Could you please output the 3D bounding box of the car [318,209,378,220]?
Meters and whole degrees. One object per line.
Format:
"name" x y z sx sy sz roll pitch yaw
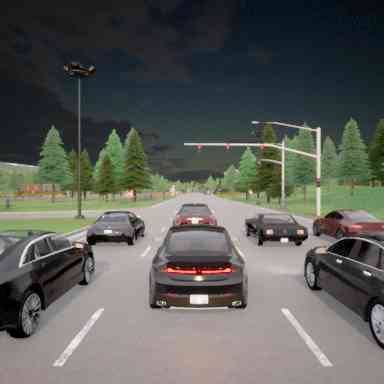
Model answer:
"car" 7.132 1.525 15.327 1.812 1.442 4.674 0 0 0

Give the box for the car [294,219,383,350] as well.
"car" 3.614 1.505 6.150 1.837 1.490 4.892 0 0 0

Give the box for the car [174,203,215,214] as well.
"car" 0.135 1.352 16.988 2.097 1.767 4.553 0 0 0

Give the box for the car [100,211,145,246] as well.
"car" -3.367 1.564 15.363 1.994 1.385 4.181 0 0 0

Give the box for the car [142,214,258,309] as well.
"car" 0.118 1.505 7.851 1.837 1.490 4.892 0 0 0

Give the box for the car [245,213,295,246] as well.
"car" 3.632 1.601 15.251 1.895 1.301 4.718 0 0 0

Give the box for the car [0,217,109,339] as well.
"car" -3.385 1.491 6.558 2.128 1.511 4.902 0 0 0
